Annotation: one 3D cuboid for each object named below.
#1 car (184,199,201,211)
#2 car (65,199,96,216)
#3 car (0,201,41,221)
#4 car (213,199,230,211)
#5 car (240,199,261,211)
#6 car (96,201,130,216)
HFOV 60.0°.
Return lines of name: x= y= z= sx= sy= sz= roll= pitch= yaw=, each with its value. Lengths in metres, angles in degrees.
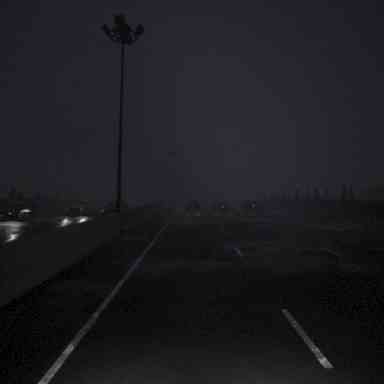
car: x=0.102 y=1.531 z=41.023 sx=1.812 sy=1.442 sz=4.674 roll=0 pitch=0 yaw=0
car: x=-10.595 y=1.482 z=32.235 sx=1.882 sy=1.535 sz=5.008 roll=0 pitch=0 yaw=0
car: x=-14.097 y=1.507 z=27.094 sx=1.837 sy=1.490 sz=4.892 roll=0 pitch=0 yaw=0
car: x=3.601 y=1.531 z=40.931 sx=1.812 sy=1.442 sz=4.674 roll=0 pitch=0 yaw=0
car: x=7.101 y=1.570 z=40.381 sx=1.994 sy=1.385 sz=4.181 roll=0 pitch=0 yaw=0
car: x=-7.098 y=1.552 z=31.439 sx=2.033 sy=1.411 sz=5.357 roll=0 pitch=0 yaw=0
